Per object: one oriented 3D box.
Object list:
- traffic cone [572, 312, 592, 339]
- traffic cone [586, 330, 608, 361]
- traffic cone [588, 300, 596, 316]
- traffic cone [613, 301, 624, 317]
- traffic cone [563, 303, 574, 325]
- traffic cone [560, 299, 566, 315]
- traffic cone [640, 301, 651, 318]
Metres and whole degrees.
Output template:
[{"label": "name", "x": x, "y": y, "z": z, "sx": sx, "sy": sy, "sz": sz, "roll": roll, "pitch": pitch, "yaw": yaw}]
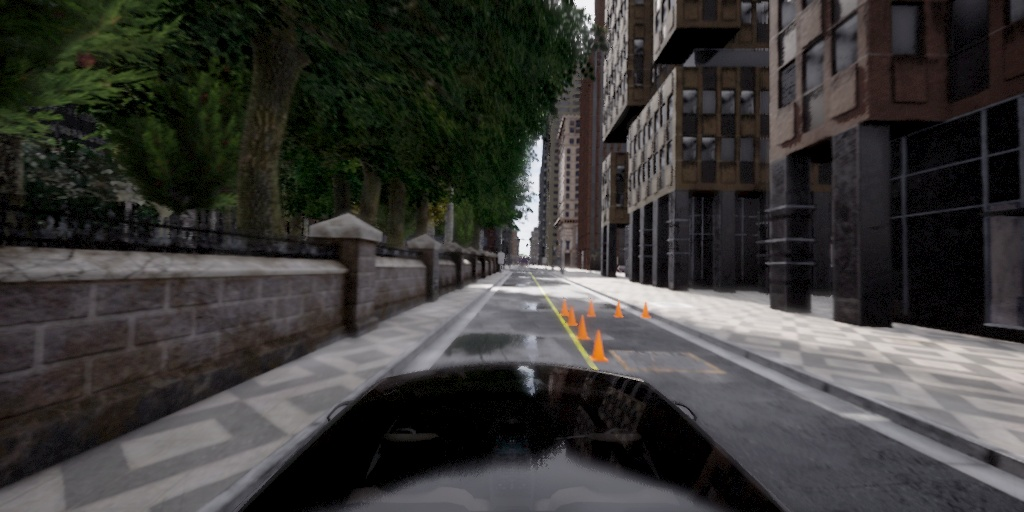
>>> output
[{"label": "traffic cone", "x": 1.831, "y": 1.849, "z": 9.384, "sx": 0.340, "sy": 0.580, "sz": 0.340, "roll": 0, "pitch": 0, "yaw": 2}, {"label": "traffic cone", "x": 1.773, "y": 1.821, "z": 7.385, "sx": 0.340, "sy": 0.580, "sz": 0.340, "roll": 0, "pitch": 0, "yaw": 2}, {"label": "traffic cone", "x": 2.947, "y": 1.928, "z": 13.352, "sx": 0.340, "sy": 0.580, "sz": 0.340, "roll": 0, "pitch": 0, "yaw": 2}, {"label": "traffic cone", "x": 3.946, "y": 1.952, "z": 13.323, "sx": 0.340, "sy": 0.580, "sz": 0.340, "roll": 0, "pitch": 0, "yaw": 2}, {"label": "traffic cone", "x": 1.889, "y": 1.876, "z": 11.383, "sx": 0.340, "sy": 0.580, "sz": 0.340, "roll": 0, "pitch": 0, "yaw": 2}, {"label": "traffic cone", "x": 1.948, "y": 1.904, "z": 13.382, "sx": 0.340, "sy": 0.580, "sz": 0.340, "roll": 0, "pitch": 0, "yaw": 2}, {"label": "traffic cone", "x": 4.945, "y": 1.977, "z": 13.293, "sx": 0.340, "sy": 0.580, "sz": 0.340, "roll": 0, "pitch": 0, "yaw": 2}]
